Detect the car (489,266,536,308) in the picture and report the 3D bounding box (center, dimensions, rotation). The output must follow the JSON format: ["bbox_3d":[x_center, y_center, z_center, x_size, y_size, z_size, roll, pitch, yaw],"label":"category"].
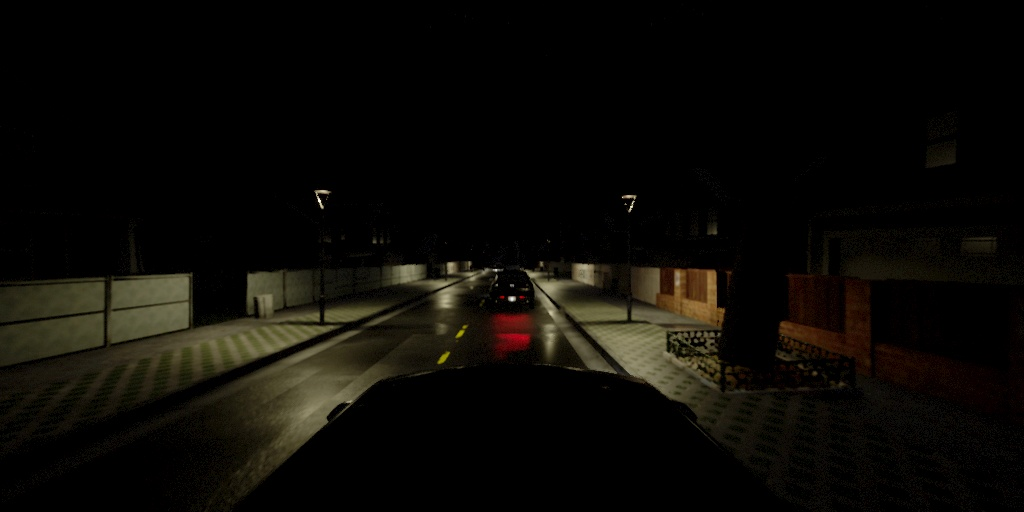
[{"bbox_3d":[0.005,1.400,16.132,1.837,1.490,4.892,0,0,0],"label":"car"}]

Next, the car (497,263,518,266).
[{"bbox_3d":[0.006,1.553,31.149,2.128,1.511,4.902,0,-1,0],"label":"car"}]
